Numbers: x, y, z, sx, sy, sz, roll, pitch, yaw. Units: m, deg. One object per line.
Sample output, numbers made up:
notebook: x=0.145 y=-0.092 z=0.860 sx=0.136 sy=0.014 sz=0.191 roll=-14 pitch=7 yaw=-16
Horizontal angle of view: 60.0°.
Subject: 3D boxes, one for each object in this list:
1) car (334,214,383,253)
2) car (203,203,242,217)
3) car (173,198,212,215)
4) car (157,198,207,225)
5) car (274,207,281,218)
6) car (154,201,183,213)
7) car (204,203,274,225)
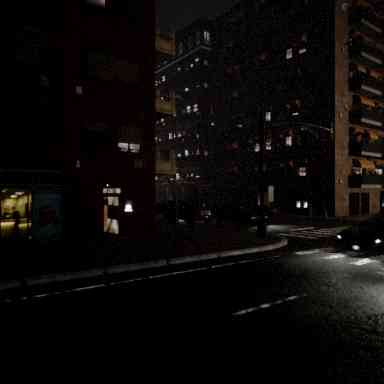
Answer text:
car: x=7.959 y=1.597 z=13.305 sx=5.357 sy=1.411 sz=2.033 roll=1 pitch=0 yaw=-35
car: x=3.310 y=1.899 z=36.639 sx=1.947 sy=1.339 sz=4.313 roll=-1 pitch=0 yaw=-36
car: x=0.010 y=1.718 z=41.128 sx=2.192 sy=1.841 sz=5.009 roll=-1 pitch=0 yaw=-36
car: x=-0.390 y=1.586 z=27.061 sx=2.192 sy=1.841 sz=5.009 roll=-1 pitch=0 yaw=-36
car: x=6.605 y=1.844 z=32.151 sx=1.802 sy=1.307 sz=4.206 roll=-1 pitch=0 yaw=-36
car: x=-3.280 y=2.025 z=45.615 sx=2.008 sy=1.369 sz=4.403 roll=-1 pitch=0 yaw=-36
car: x=3.580 y=1.779 z=26.346 sx=2.033 sy=1.411 sz=5.357 roll=0 pitch=-1 yaw=-34
